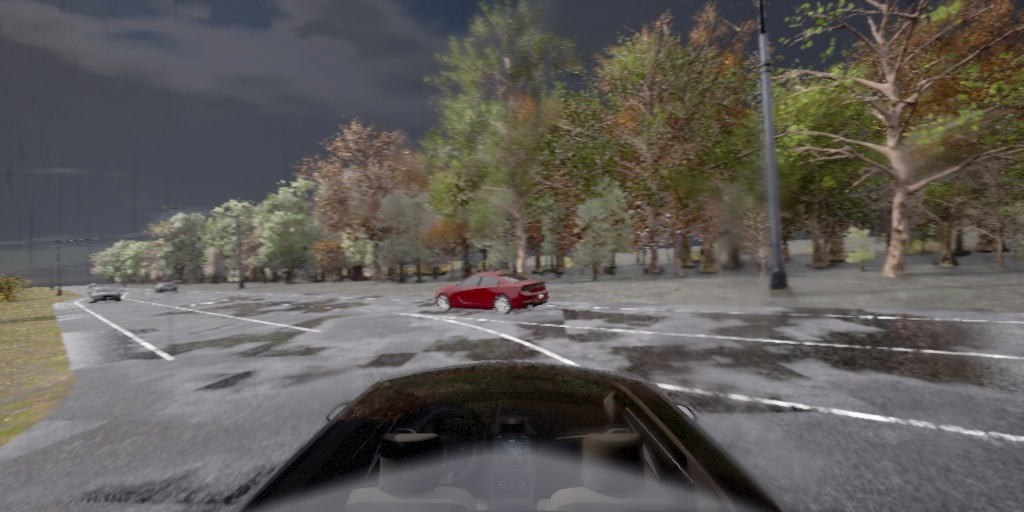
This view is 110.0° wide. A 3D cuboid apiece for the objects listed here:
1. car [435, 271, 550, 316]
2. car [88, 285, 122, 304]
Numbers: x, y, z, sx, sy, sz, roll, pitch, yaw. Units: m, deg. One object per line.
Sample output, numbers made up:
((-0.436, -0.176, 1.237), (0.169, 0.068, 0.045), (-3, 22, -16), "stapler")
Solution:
((-0.932, 1.390, 14.157), (5.008, 1.535, 1.882), (-4, -1, 37), "car")
((-40.102, 3.852, 35.360), (4.892, 1.490, 1.837), (-4, 0, 38), "car")
